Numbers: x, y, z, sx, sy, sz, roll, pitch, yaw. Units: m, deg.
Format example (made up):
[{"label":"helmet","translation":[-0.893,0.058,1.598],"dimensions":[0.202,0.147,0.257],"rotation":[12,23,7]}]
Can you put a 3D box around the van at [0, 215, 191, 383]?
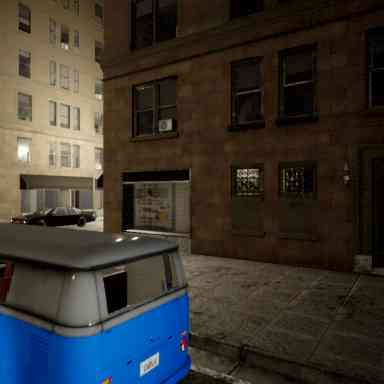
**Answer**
[{"label":"van","translation":[-1.937,1.341,4.067],"dimensions":[3.998,1.788,1.690],"rotation":[0,0,33]}]

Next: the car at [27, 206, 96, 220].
[{"label":"car","translation":[-8.757,1.627,21.480],"dimensions":[2.033,1.411,5.357],"rotation":[0,0,33]}]
